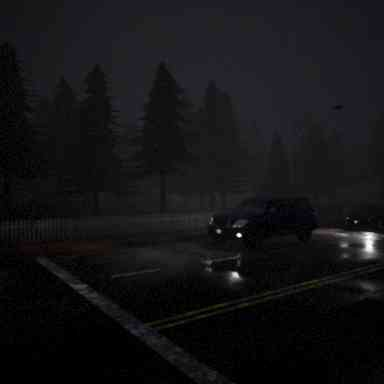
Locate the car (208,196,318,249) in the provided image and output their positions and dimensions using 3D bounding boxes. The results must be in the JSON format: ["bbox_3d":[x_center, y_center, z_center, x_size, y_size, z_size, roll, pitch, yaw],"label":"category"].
[{"bbox_3d":[3.325,1.217,14.961,5.566,2.045,2.150,0,0,-36],"label":"car"}]

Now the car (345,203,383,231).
[{"bbox_3d":[11.537,1.498,20.802,4.892,1.490,1.837,0,0,-35],"label":"car"}]
